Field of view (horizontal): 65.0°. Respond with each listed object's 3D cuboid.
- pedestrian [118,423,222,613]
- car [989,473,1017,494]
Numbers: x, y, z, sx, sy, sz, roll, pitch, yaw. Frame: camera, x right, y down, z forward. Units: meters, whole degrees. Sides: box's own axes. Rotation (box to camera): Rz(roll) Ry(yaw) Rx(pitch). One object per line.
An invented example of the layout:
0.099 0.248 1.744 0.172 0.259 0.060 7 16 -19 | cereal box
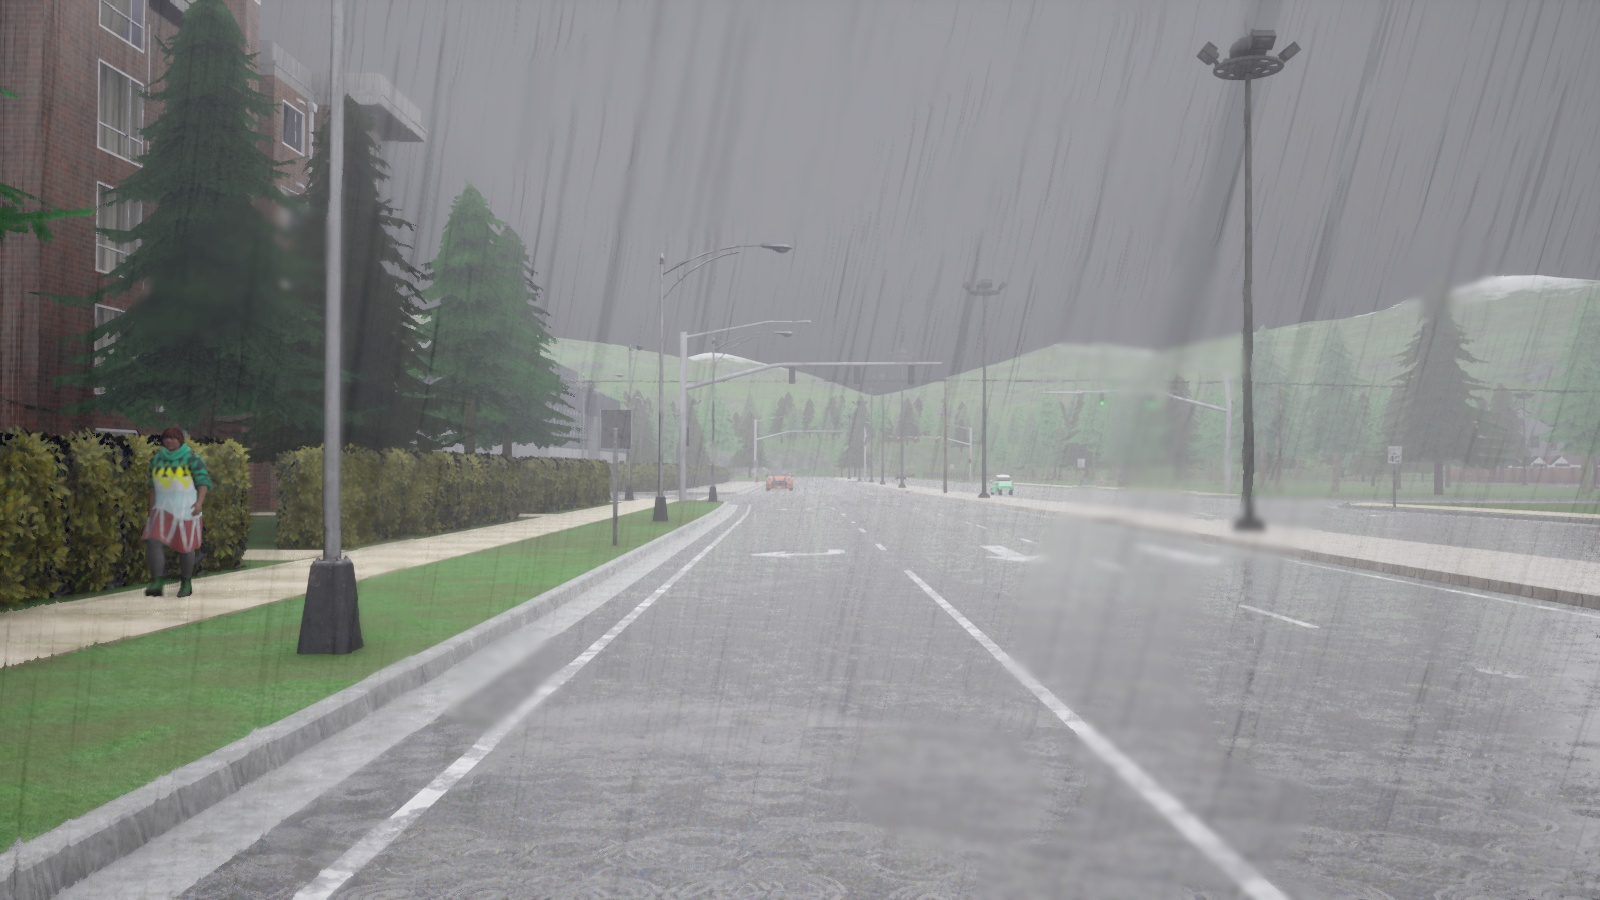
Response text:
-6.695 0.704 13.383 0.659 1.952 0.873 0 -1 0 | pedestrian
13.509 2.215 83.578 1.481 1.376 2.207 0 -1 -1 | car
